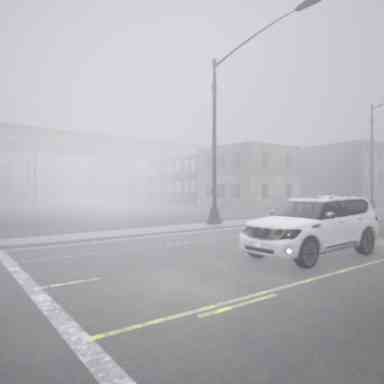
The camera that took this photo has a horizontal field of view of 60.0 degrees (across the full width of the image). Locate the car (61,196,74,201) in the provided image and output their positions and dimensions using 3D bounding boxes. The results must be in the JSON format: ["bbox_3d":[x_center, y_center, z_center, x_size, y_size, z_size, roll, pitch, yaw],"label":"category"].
[{"bbox_3d":[-30.286,1.504,80.986,1.853,1.218,4.536,0,0,-6],"label":"car"}]

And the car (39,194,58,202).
[{"bbox_3d":[-34.011,1.659,80.840,4.974,1.542,2.038,0,0,24],"label":"car"}]

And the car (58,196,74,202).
[{"bbox_3d":[-30.281,1.661,80.934,2.038,1.542,4.974,0,0,-6],"label":"car"}]

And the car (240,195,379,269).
[{"bbox_3d":[4.163,1.157,11.313,5.566,2.045,2.150,-1,0,-36],"label":"car"}]

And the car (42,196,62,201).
[{"bbox_3d":[-34.058,1.502,80.861,4.536,1.218,1.853,0,0,24],"label":"car"}]
